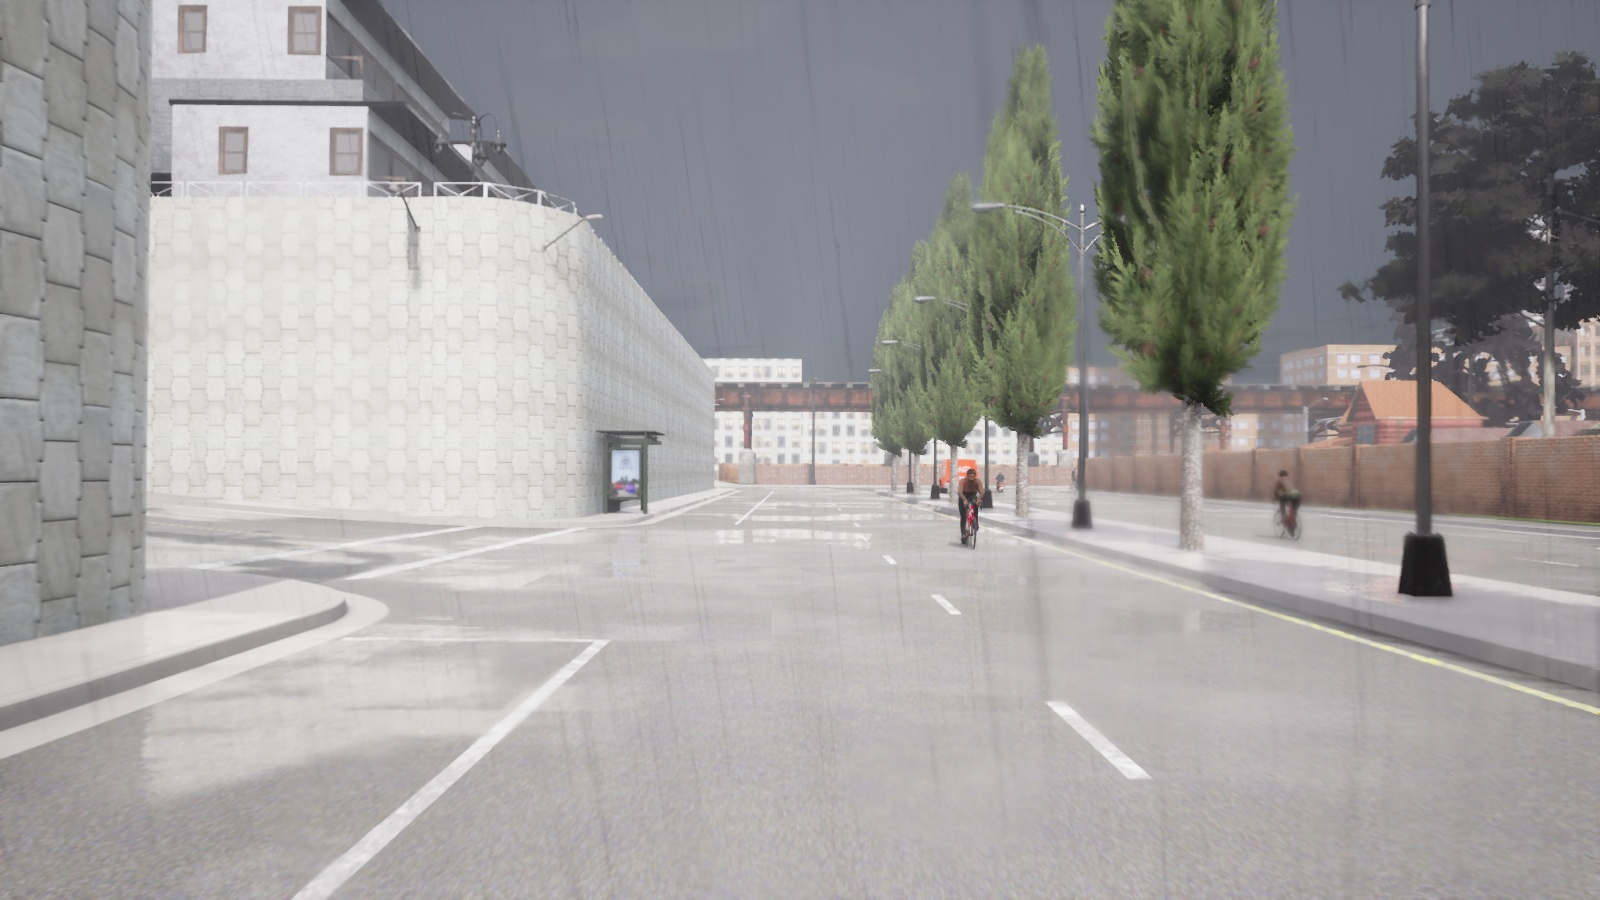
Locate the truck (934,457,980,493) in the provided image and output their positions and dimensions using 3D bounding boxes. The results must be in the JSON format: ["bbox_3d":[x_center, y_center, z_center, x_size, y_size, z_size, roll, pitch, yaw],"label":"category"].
[{"bbox_3d":[11.282,1.796,90.415,2.627,2.467,5.204,0,-1,0],"label":"truck"}]

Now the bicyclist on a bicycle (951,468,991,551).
[{"bbox_3d":[3.440,1.173,25.336,0.582,1.620,1.656,0,-1,0],"label":"bicyclist on a bicycle"}]

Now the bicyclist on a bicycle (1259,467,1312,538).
[{"bbox_3d":[11.429,1.217,29.604,0.582,1.620,1.656,0,-1,0],"label":"bicyclist on a bicycle"}]
